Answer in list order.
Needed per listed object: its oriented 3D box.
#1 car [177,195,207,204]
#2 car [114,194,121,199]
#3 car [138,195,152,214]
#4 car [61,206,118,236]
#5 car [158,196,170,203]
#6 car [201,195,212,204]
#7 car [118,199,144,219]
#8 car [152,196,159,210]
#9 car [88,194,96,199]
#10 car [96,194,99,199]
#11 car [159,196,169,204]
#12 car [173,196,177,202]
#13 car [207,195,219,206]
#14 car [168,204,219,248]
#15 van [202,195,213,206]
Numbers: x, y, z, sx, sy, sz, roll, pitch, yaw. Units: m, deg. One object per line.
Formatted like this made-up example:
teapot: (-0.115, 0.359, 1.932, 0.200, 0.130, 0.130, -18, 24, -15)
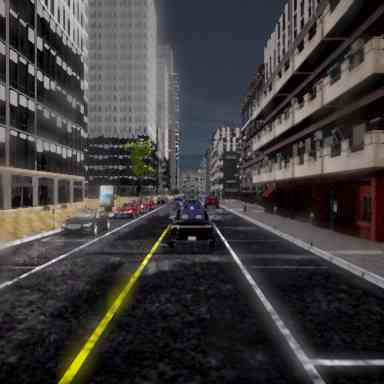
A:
car: (-0.001, 1.366, 29.620, 2.097, 1.767, 4.553, 0, 0, 0)
car: (-22.032, 1.153, 90.971, 4.829, 1.417, 1.752, 1, -1, -1)
car: (-5.694, 1.440, 34.861, 1.967, 1.590, 4.097, 0, 0, 0)
car: (-5.693, 1.548, 18.207, 2.008, 1.369, 4.403, 0, 0, 0)
car: (-5.693, 1.579, 67.862, 1.947, 1.339, 4.313, 0, 0, 0)
car: (2.687, 1.450, 62.617, 1.967, 1.590, 4.097, 0, 0, 0)
car: (-5.693, 1.580, 29.310, 1.802, 1.307, 4.206, 0, 0, 0)
car: (-5.693, 1.316, 40.412, 2.192, 1.841, 5.009, 0, 0, 0)
car: (-27.370, 0.862, 82.446, 5.009, 1.841, 2.192, 1, -1, -1)
car: (-27.478, 1.092, 90.822, 4.313, 1.339, 1.947, 1, -1, -1)
car: (-5.693, 1.576, 62.616, 1.947, 1.339, 4.313, 0, 0, 0)
car: (-3.002, 1.504, 70.884, 1.895, 1.301, 4.718, 0, 0, 0)
car: (2.687, 1.318, 45.964, 2.192, 1.841, 5.009, 0, 0, 0)
car: (-0.001, 1.493, 14.650, 2.128, 1.511, 4.902, 0, 0, 0)
van: (2.687, 1.349, 57.066, 1.690, 1.788, 3.998, 0, 0, 0)
